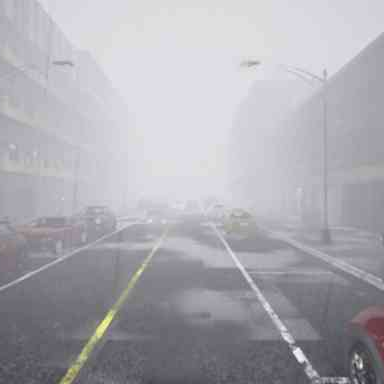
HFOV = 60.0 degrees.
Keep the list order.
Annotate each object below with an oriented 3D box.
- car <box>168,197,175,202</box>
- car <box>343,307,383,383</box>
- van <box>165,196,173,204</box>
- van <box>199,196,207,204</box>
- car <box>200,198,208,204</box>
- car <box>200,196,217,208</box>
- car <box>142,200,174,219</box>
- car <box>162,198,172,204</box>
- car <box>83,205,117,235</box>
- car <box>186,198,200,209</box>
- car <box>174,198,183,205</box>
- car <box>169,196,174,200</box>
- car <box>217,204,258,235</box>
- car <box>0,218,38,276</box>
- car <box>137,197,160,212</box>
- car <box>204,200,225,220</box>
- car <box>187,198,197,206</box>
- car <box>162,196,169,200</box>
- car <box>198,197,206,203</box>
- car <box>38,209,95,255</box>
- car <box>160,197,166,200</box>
[{"bbox_3d":[-5.704,2.167,93.106,1.752,1.417,4.829,0,0,0],"label":"car"},{"bbox_3d":[2.697,1.453,2.238,1.967,1.590,4.097,0,0,0],"label":"car"},{"bbox_3d":[-5.700,1.887,81.897,1.690,1.788,3.998,0,0,0],"label":"van"},{"bbox_3d":[2.680,1.887,81.897,1.690,1.788,3.998,0,0,0],"label":"van"},{"bbox_3d":[2.679,2.082,76.208,1.802,1.307,4.206,0,0,0],"label":"car"},{"bbox_3d":[2.687,1.604,47.759,2.192,1.841,5.009,0,0,0],"label":"car"},{"bbox_3d":[-3.106,1.728,31.730,2.033,1.411,5.357,0,0,0],"label":"car"},{"bbox_3d":[-5.701,2.023,76.039,1.752,1.417,4.829,0,0,0],"label":"car"},{"bbox_3d":[-5.687,1.547,19.309,1.967,1.590,4.097,0,0,0],"label":"car"},{"bbox_3d":[0.026,1.884,52.143,1.994,1.385,4.181,0,0,1],"label":"car"},{"bbox_3d":[-3.014,2.029,72.316,1.895,1.301,4.718,0,0,0],"label":"car"},{"bbox_3d":[-5.698,1.769,70.519,2.192,1.841,5.009,0,0,0],"label":"car"},{"bbox_3d":[2.692,1.633,19.477,1.752,1.417,4.829,0,0,0],"label":"car"},{"bbox_3d":[-5.685,1.483,7.931,1.967,1.590,4.097,0,0,0],"label":"car"},{"bbox_3d":[-5.692,1.564,42.069,2.192,1.841,5.009,0,0,0],"label":"car"},{"bbox_3d":[2.346,1.694,29.708,1.812,1.442,4.674,0,0,0],"label":"car"},{"bbox_3d":[-0.011,1.891,64.894,1.882,1.535,5.008,0,0,0],"label":"car"},{"bbox_3d":[-5.696,1.810,59.140,1.967,1.590,4.097,0,0,0],"label":"car"},{"bbox_3d":[2.677,2.139,87.586,1.887,1.381,4.507,0,-1,0],"label":"car"},{"bbox_3d":[-5.687,1.619,13.619,1.887,1.381,4.507,0,0,0],"label":"car"},{"bbox_3d":[-5.696,1.880,53.448,2.008,1.369,4.403,0,0,0],"label":"car"}]
